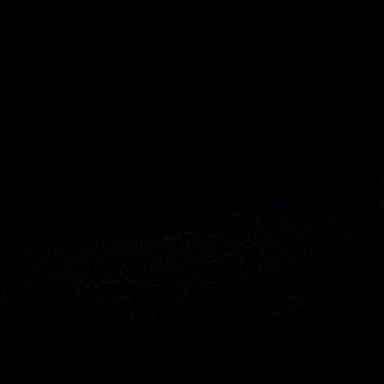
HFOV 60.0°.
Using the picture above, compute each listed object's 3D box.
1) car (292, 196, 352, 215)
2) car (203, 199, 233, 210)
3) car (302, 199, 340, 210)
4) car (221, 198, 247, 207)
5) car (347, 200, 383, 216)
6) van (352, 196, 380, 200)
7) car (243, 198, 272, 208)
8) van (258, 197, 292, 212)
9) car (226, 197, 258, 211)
[{"bbox_3d":[13.606,1.442,35.079,2.192,1.841,5.009,-2,0,-35],"label":"car"},{"bbox_3d":[3.728,1.839,48.959,2.008,1.369,4.403,-2,0,-35],"label":"car"},{"bbox_3d":[17.257,1.640,44.659,1.947,1.339,4.313,-2,0,-35],"label":"car"},{"bbox_3d":[7.373,1.776,58.536,1.887,1.381,4.507,-2,0,-35],"label":"car"},{"bbox_3d":[16.908,1.651,30.453,1.802,1.307,4.206,-2,0,-35],"label":"car"},{"bbox_3d":[20.545,1.360,40.032,1.690,1.788,3.998,-2,0,-35],"label":"van"},{"bbox_3d":[10.568,1.707,54.049,1.752,1.417,4.829,-2,0,-35],"label":"car"},{"bbox_3d":[10.312,1.524,39.706,1.690,1.788,3.998,-2,0,-35],"label":"van"},{"bbox_3d":[7.017,1.551,44.332,2.192,1.841,5.009,-2,0,-35],"label":"car"}]
